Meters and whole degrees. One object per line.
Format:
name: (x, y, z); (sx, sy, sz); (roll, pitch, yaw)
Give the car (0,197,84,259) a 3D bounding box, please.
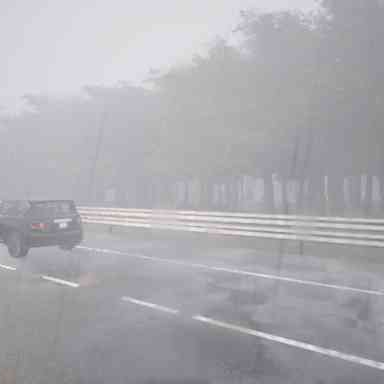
car: (-6.552, 1.223, 12.841); (5.566, 2.045, 2.150); (0, 0, 36)
